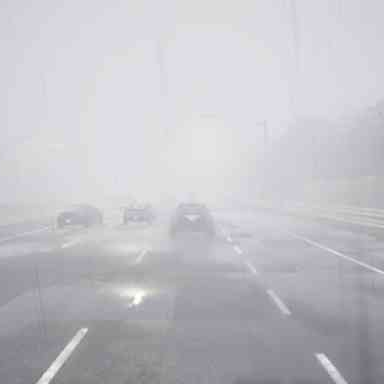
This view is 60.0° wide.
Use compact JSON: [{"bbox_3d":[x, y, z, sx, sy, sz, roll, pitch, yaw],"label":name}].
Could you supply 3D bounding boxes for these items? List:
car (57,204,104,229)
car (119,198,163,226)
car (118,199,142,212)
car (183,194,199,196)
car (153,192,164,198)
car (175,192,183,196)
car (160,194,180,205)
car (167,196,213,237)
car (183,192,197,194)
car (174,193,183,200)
[{"bbox_3d":[-6.995,1.476,21.122,1.812,1.442,4.674,0,0,0],"label":"car"},{"bbox_3d":[-3.495,1.437,23.114,2.128,1.511,4.902,0,0,0],"label":"car"},{"bbox_3d":[-6.990,1.514,38.123,1.895,1.301,4.718,0,0,0],"label":"car"},{"bbox_3d":[0.008,1.377,45.079,1.882,1.535,5.008,0,0,0],"label":"car"},{"bbox_3d":[-6.986,1.076,71.211,2.150,2.045,5.566,0,0,0],"label":"car"},{"bbox_3d":[-3.486,1.327,72.133,1.882,1.535,5.008,0,0,0],"label":"car"},{"bbox_3d":[-3.491,1.430,54.081,2.033,1.411,5.357,0,0,0],"label":"car"},{"bbox_3d":[0.004,1.309,18.020,2.097,1.767,4.553,0,0,0],"label":"car"},{"bbox_3d":[0.013,1.091,61.136,2.150,2.045,5.566,0,0,0],"label":"car"},{"bbox_3d":[-3.483,1.179,88.128,2.097,1.767,4.553,0,0,0],"label":"car"}]
